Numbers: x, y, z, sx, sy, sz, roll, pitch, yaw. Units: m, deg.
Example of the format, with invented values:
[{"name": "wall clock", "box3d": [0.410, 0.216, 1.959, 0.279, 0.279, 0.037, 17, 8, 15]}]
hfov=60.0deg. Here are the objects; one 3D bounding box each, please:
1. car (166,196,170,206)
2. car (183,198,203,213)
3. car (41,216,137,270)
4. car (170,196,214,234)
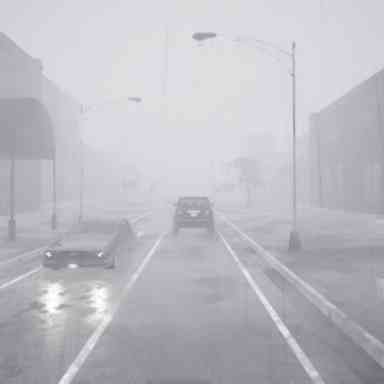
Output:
[{"name": "car", "box3d": [-3.095, 1.400, 52.487, 1.837, 1.490, 4.892, 0, 0, 0]}, {"name": "car", "box3d": [0.082, 1.438, 37.635, 2.128, 1.511, 4.902, 0, 0, 0]}, {"name": "car", "box3d": [-3.105, 1.551, 11.329, 2.033, 1.411, 5.357, 0, 0, 0]}, {"name": "car", "box3d": [0.091, 1.217, 19.162, 2.150, 2.045, 5.566, 0, 0, 0]}]
